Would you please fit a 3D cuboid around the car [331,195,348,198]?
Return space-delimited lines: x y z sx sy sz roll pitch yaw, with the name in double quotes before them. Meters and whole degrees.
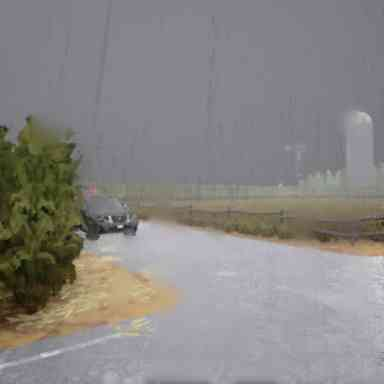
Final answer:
"car" 32.621 1.334 72.763 4.181 1.385 1.994 0 0 1

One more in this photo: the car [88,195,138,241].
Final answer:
"car" -4.797 1.204 17.167 2.150 2.045 5.566 0 0 -35
